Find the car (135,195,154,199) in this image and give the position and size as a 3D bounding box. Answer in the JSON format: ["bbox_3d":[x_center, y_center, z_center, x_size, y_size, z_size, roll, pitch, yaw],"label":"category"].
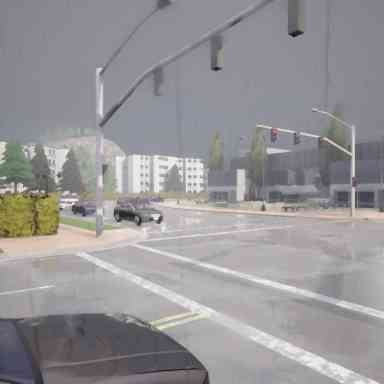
[{"bbox_3d":[-8.671,1.503,61.150,1.837,1.490,4.892,0,0,-1],"label":"car"}]

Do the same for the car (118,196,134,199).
[{"bbox_3d":[-12.099,1.490,58.833,2.128,1.511,4.902,0,0,-4],"label":"car"}]

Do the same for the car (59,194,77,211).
[{"bbox_3d":[-15.312,1.221,41.388,2.150,2.045,5.566,0,0,-23],"label":"car"}]

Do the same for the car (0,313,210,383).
[{"bbox_3d":[-2.385,1.548,2.063,5.357,1.411,2.033,0,0,-35],"label":"car"}]

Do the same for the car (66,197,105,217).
[{"bbox_3d":[-10.176,1.547,32.196,2.033,1.411,5.357,0,0,-35],"label":"car"}]

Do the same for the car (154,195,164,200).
[{"bbox_3d":[-7.579,1.352,70.916,2.097,1.767,4.553,0,0,17],"label":"car"}]

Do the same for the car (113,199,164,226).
[{"bbox_3d":[-3.914,1.491,23.805,2.128,1.511,4.902,0,0,-39],"label":"car"}]

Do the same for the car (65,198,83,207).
[{"bbox_3d":[-18.707,1.600,52.806,1.895,1.301,4.718,0,0,-9],"label":"car"}]
